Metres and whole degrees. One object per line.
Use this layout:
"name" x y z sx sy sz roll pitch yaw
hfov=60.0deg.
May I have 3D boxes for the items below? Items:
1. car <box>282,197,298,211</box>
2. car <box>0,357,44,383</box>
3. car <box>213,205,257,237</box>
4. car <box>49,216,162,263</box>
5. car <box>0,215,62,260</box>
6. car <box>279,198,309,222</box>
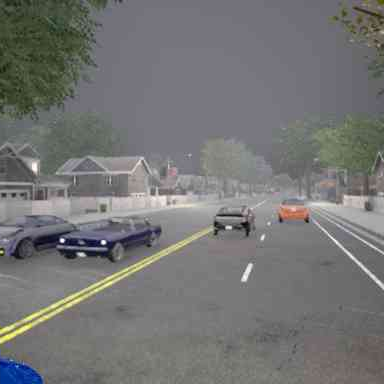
"car" 12.064 1.449 41.131 1.882 1.535 5.008 0 0 15
"car" -2.427 1.476 0.560 1.882 1.535 5.008 0 0 15
"car" 2.426 1.476 18.262 2.128 1.511 4.902 0 0 15
"car" -2.761 1.589 12.203 1.895 1.301 4.718 0 0 16
"car" -6.071 1.552 12.439 1.994 1.385 4.181 0 0 16
"car" 7.927 1.330 26.082 2.097 1.767 4.553 0 0 16
